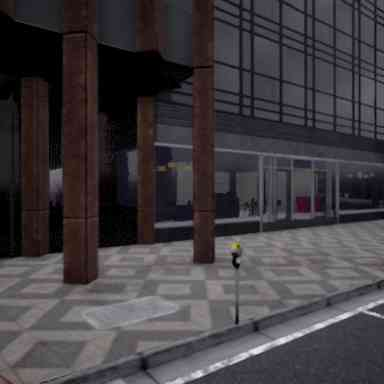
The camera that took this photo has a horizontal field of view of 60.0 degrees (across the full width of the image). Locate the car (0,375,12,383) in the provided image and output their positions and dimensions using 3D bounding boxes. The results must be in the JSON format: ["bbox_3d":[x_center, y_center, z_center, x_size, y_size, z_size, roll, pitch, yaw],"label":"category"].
[{"bbox_3d":[-2.700,1.549,0.610,4.507,1.381,1.887,0,0,-35],"label":"car"}]
